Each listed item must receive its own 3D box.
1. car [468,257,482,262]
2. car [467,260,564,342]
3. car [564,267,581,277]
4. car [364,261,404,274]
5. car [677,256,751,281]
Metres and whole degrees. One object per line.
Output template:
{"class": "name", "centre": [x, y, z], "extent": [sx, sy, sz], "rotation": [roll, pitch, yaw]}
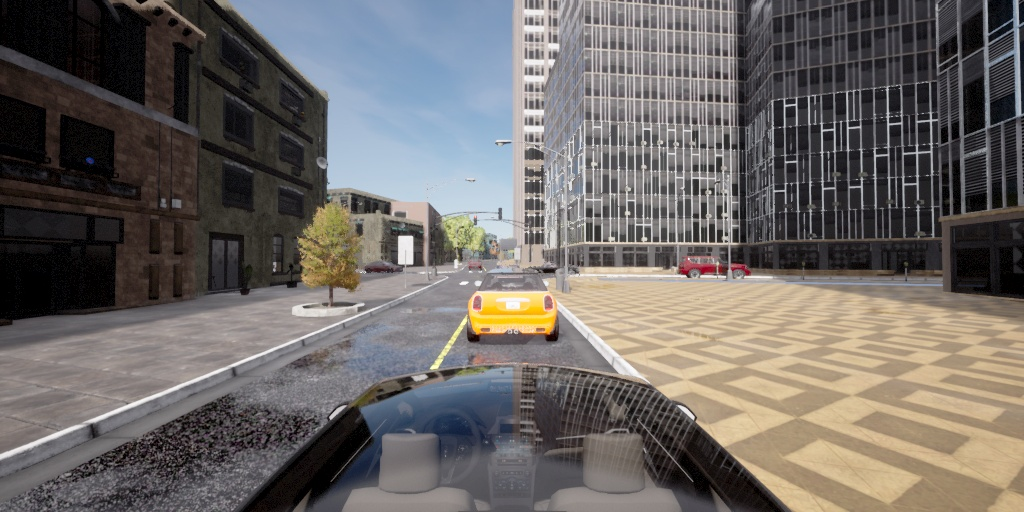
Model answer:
{"class": "car", "centre": [-5.478, 1.240, 53.338], "extent": [1.882, 1.535, 5.008], "rotation": [0, 0, -6]}
{"class": "car", "centre": [0.004, 1.105, 9.980], "extent": [2.097, 1.767, 4.553], "rotation": [0, 0, 0]}
{"class": "car", "centre": [4.256, 1.309, 34.670], "extent": [4.718, 1.301, 1.895], "rotation": [0, -1, 18]}
{"class": "car", "centre": [-14.602, 1.301, 40.782], "extent": [4.674, 1.442, 1.812], "rotation": [0, -1, 18]}
{"class": "car", "centre": [15.744, 0.938, 28.234], "extent": [5.009, 1.841, 2.192], "rotation": [0, 0, 18]}
